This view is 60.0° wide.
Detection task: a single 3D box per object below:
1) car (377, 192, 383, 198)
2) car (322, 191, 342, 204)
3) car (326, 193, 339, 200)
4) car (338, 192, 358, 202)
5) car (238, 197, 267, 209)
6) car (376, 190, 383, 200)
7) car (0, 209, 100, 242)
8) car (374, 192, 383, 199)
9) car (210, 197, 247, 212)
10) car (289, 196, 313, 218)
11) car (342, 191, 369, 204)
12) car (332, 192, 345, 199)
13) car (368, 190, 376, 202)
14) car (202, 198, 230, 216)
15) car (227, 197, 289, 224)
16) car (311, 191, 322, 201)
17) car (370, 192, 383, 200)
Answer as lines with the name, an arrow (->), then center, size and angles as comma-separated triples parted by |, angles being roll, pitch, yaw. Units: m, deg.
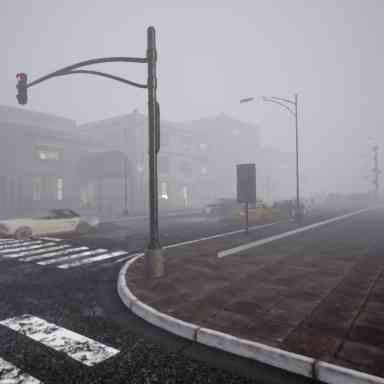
car -> 43.254, 0.652, 75.091 | 1.887, 1.381, 4.507 | -1, 0, 36
car -> 21.414, 0.811, 49.532 | 2.097, 1.767, 4.553 | -1, 0, 36
car -> 30.143, 0.935, 71.333 | 1.802, 1.307, 4.206 | -1, 0, 36
car -> 26.651, 0.869, 56.728 | 2.128, 1.511, 4.902 | -1, 0, 36
car -> 7.343, 1.293, 40.026 | 1.802, 1.307, 4.206 | -1, 0, 36
car -> 33.654, 0.570, 61.925 | 2.192, 1.841, 5.009 | -1, 0, 36
car -> -7.078, 1.531, 16.355 | 1.895, 1.301, 4.718 | -1, 0, 41
car -> 40.171, 0.721, 70.871 | 1.947, 1.339, 4.313 | -1, 0, 36
car -> 3.985, 1.290, 35.415 | 1.752, 1.417, 4.829 | -1, 0, 36
car -> 7.599, 1.217, 26.146 | 2.008, 1.369, 4.403 | -1, 0, 36
car -> 22.927, 0.898, 46.443 | 1.882, 1.535, 5.008 | -1, 0, 36
car -> 33.399, 0.743, 75.805 | 1.967, 1.590, 4.097 | -1, 0, 36
car -> 27.053, 0.860, 52.098 | 1.837, 1.490, 4.892 | -1, 0, 36
car -> 2.742, 1.263, 29.324 | 2.128, 1.511, 4.902 | -1, 0, 36
car -> 4.441, 1.242, 21.811 | 1.752, 1.417, 4.829 | -1, 0, 36
car -> 23.625, 0.769, 62.388 | 2.192, 1.841, 5.009 | -1, 0, 36
car -> 36.914, 0.771, 66.398 | 1.947, 1.339, 4.313 | -1, 0, 36
